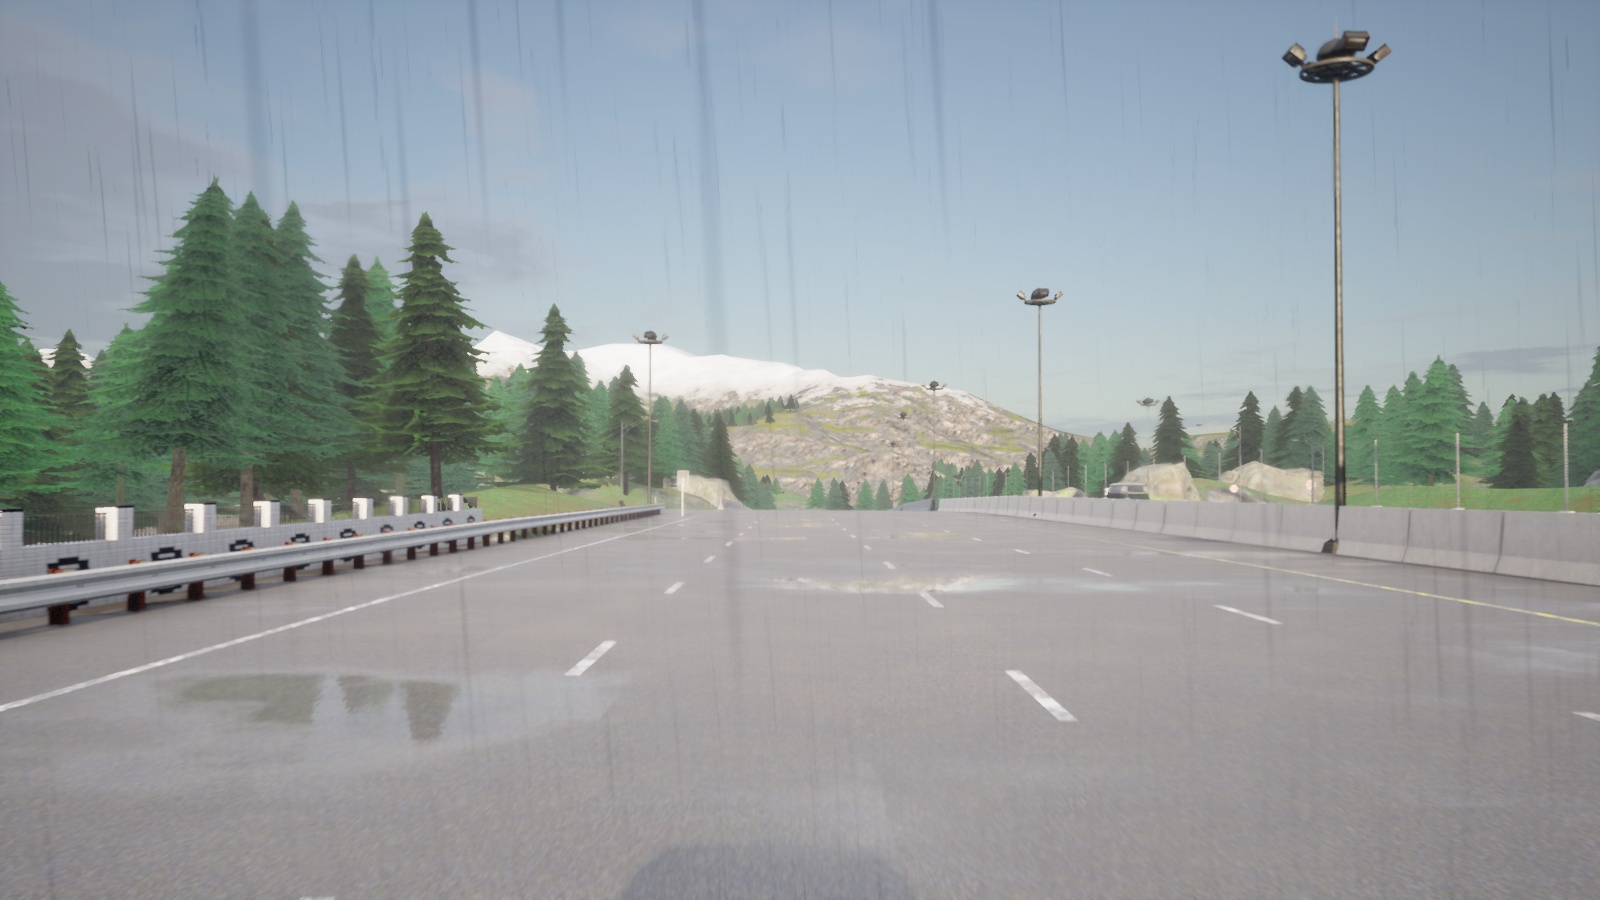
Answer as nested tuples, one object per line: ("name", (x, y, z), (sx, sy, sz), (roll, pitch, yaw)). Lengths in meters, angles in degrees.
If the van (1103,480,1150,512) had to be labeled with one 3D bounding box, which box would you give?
("van", (20.808, 2.919, 80.179), (1.775, 1.987, 4.442), (0, -2, 0))
